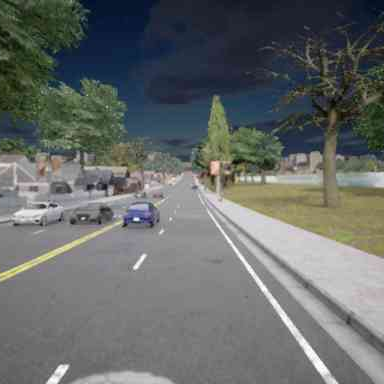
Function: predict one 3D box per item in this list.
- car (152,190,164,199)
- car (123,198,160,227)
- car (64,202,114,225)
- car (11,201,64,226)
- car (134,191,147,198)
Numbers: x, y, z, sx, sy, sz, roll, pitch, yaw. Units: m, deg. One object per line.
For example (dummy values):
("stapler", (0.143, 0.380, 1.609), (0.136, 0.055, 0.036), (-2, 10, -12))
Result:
("car", (-6.495, 0.460, 63.771), (1.882, 1.535, 5.008), (0, 2, 0))
("car", (-3.145, 1.356, 21.113), (1.812, 1.442, 4.674), (0, 1, 0))
("car", (-6.590, 1.384, 22.134), (1.994, 1.385, 4.181), (0, 1, 0))
("car", (-9.840, 1.350, 21.684), (1.812, 1.442, 4.674), (0, 1, 0))
("car", (-9.744, 0.479, 63.519), (2.128, 1.511, 4.902), (0, 2, 1))
